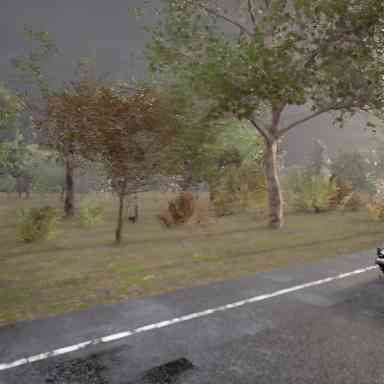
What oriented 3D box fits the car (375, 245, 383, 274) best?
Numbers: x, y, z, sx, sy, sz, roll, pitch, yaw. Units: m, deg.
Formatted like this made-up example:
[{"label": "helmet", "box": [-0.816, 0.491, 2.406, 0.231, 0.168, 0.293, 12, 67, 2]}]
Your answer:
[{"label": "car", "box": [6.952, 1.601, 9.017, 4.718, 1.301, 1.895, 0, 0, -36]}]
